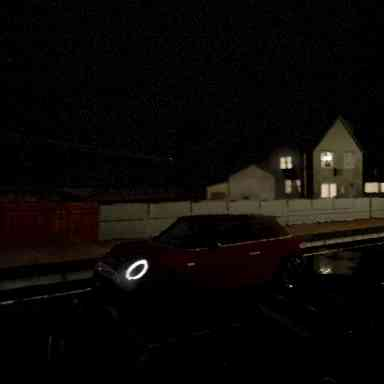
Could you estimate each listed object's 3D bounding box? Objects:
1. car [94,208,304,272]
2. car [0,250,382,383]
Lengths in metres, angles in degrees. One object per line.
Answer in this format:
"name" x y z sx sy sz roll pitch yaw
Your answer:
"car" 0.260 1.274 7.172 4.553 1.767 2.097 0 1 -32
"car" -0.536 1.568 2.844 4.718 1.301 1.895 0 1 -32
